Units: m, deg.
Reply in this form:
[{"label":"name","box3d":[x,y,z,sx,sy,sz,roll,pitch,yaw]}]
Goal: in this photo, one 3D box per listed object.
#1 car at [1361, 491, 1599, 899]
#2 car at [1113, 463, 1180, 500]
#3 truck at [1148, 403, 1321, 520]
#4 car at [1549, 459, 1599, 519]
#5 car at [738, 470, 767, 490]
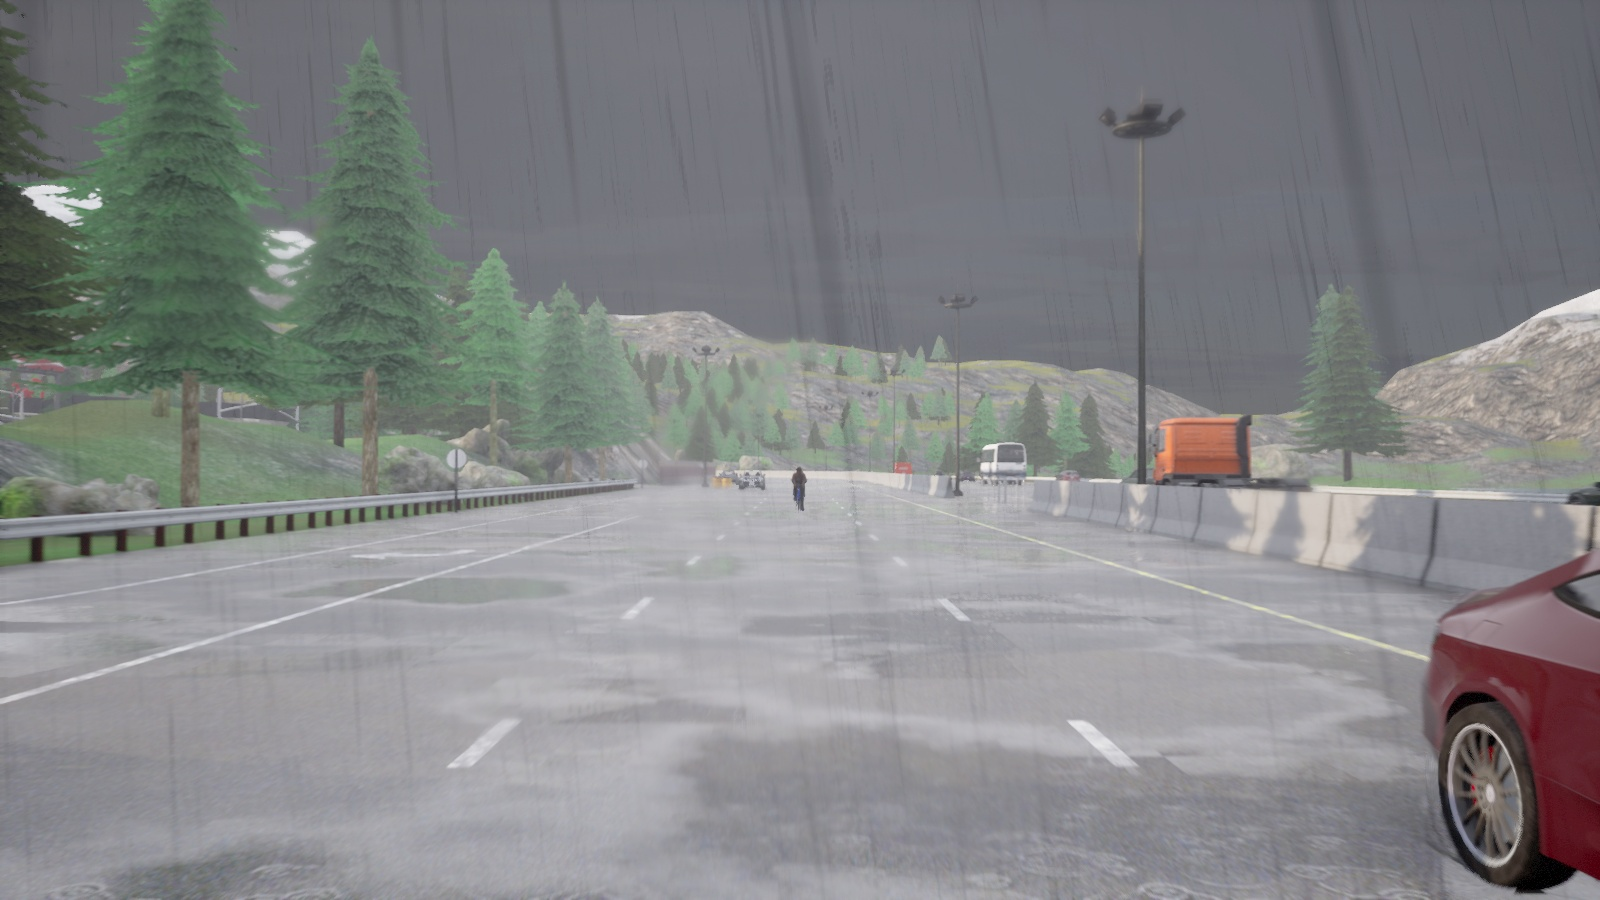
[{"label":"car","box3d":[3.493,0.876,3.430,1.812,1.442,4.674,0,-1,0]},{"label":"car","box3d":[17.475,1.562,63.503,2.097,1.767,4.553,0,-1,0]},{"label":"truck","box3d":[13.962,0.398,41.154,2.891,3.462,7.936,0,-1,0]},{"label":"car","box3d":[24.464,1.133,36.977,2.097,1.767,4.553,0,-1,0]},{"label":"car","box3d":[-3.513,2.199,92.922,1.970,1.475,3.806,0,-1,0]}]
